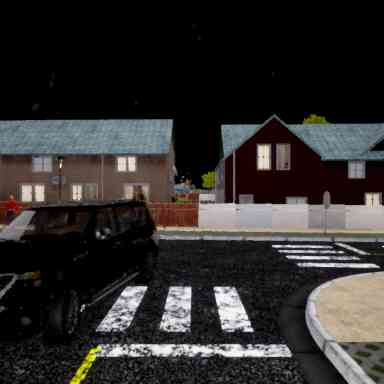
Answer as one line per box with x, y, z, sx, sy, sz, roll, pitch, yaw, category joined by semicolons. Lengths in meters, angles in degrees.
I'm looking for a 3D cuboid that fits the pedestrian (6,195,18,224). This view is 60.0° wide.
-9.334;1.053;17.157;0.375;1.860;0.375;0;0;1;pedestrian

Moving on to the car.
-2.433;1.217;6.885;2.150;2.045;5.566;-1;0;13;car
